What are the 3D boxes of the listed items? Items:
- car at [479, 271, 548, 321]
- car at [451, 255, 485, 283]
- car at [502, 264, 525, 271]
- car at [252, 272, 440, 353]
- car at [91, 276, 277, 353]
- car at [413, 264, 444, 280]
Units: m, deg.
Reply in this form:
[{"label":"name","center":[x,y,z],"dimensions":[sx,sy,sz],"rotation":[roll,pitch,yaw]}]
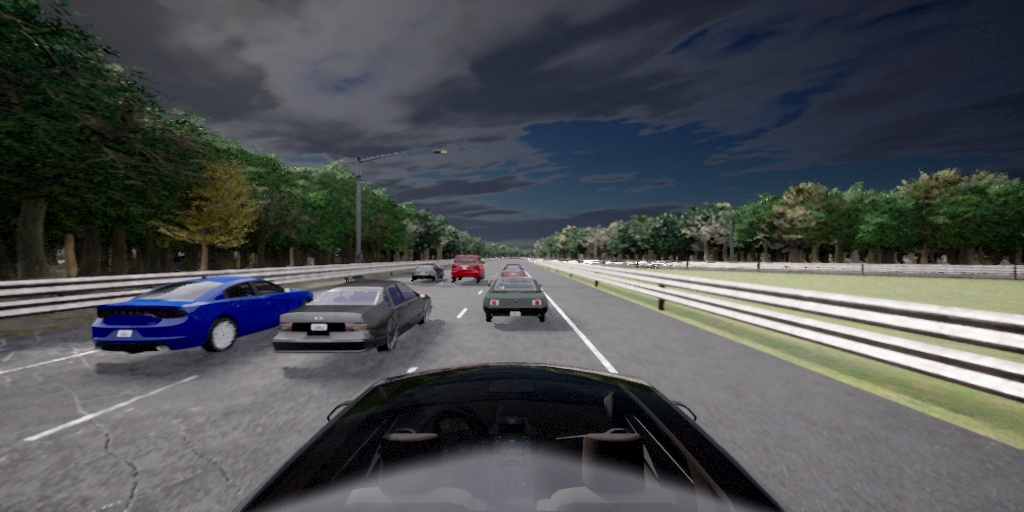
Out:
[{"label":"car","center":[0.104,1.358,12.404],"dimensions":[1.895,1.301,4.718],"rotation":[0,0,0]},{"label":"car","center":[-3.379,0.986,28.207],"dimensions":[2.150,2.045,5.566],"rotation":[1,-1,0]},{"label":"car","center":[0.110,1.344,29.660],"dimensions":[1.994,1.385,4.181],"rotation":[0,0,0]},{"label":"car","center":[-3.397,1.302,8.825],"dimensions":[2.033,1.411,5.357],"rotation":[0,0,0]},{"label":"car","center":[-6.897,1.232,8.862],"dimensions":[1.882,1.535,5.008],"rotation":[0,0,0]},{"label":"car","center":[-6.890,1.329,29.704],"dimensions":[1.994,1.385,4.181],"rotation":[0,-1,0]}]
